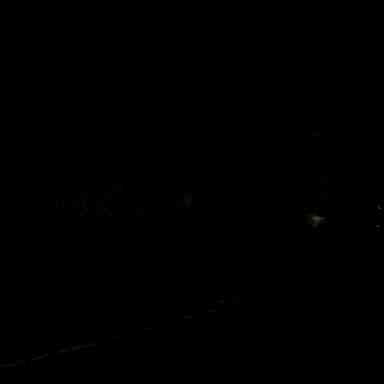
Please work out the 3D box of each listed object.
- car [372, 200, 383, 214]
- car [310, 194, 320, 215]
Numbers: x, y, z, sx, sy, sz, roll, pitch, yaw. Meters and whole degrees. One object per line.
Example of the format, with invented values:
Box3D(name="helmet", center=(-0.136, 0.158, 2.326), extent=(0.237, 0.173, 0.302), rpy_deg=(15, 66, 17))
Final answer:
Box3D(name="car", center=(20.018, 1.526, 34.806), extent=(1.812, 1.442, 4.674), rpy_deg=(0, 0, 25))
Box3D(name="car", center=(11.878, 1.178, 34.212), extent=(2.150, 2.045, 5.566), rpy_deg=(0, 0, 25))
